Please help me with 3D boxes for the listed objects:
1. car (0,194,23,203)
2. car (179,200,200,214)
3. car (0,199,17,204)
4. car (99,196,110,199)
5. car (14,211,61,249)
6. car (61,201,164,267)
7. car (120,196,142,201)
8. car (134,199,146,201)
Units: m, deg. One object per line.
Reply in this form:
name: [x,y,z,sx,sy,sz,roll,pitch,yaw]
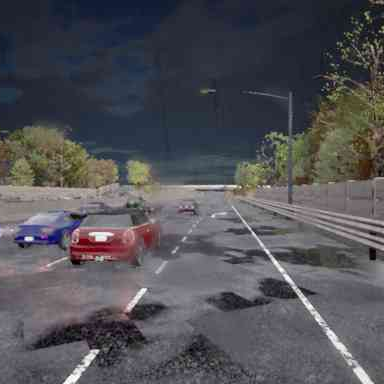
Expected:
car: [-24.348,1.376,43.773,2.097,1.767,4.553,0,0,5]
car: [-0.277,1.567,35.725,2.033,1.411,5.357,0,0,6]
car: [-18.520,1.614,30.322,1.895,1.301,4.718,0,0,5]
car: [-18.374,1.621,70.304,2.033,1.411,5.357,0,0,5]
car: [-5.684,1.531,14.340,1.812,1.442,4.674,0,0,5]
car: [-2.411,1.356,11.641,2.097,1.767,4.553,0,0,5]
car: [-6.835,1.376,40.897,2.097,1.767,4.553,0,0,5]
car: [-4.032,1.618,32.909,1.895,1.301,4.718,0,0,5]
